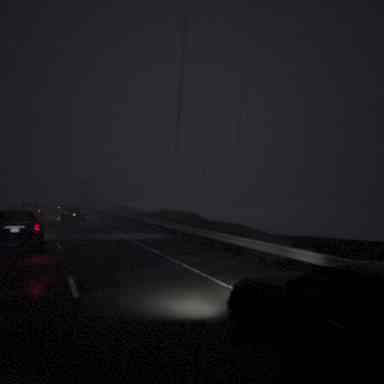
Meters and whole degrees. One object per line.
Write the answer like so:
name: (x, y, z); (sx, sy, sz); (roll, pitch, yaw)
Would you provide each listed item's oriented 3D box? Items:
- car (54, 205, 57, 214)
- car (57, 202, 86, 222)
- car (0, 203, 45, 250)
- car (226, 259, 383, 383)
car: (-16.239, 2.032, 42.040); (1.812, 1.442, 4.674); (0, -1, -25)
car: (-10.848, 1.926, 30.148); (1.994, 1.385, 4.181); (0, -1, -24)
car: (-7.757, 1.535, 14.845); (2.097, 1.767, 4.553); (0, -1, -24)
car: (2.197, 1.572, 4.095); (1.812, 1.442, 4.674); (0, -1, -24)
